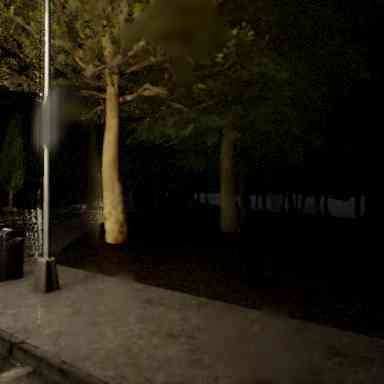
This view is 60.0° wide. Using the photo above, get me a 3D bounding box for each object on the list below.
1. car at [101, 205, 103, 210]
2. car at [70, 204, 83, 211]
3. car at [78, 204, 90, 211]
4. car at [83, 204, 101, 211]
[{"bbox_3d":[-22.058,3.453,77.929,2.128,1.511,4.902,0,-2,-10],"label":"car"},{"bbox_3d":[-23.719,3.315,68.285,1.895,1.301,4.718,0,-2,-10],"label":"car"},{"bbox_3d":[-25.408,3.609,78.243,2.033,1.411,5.357,0,-2,-10],"label":"car"},{"bbox_3d":[-20.314,3.188,67.648,1.837,1.490,4.892,0,-2,-10],"label":"car"}]
